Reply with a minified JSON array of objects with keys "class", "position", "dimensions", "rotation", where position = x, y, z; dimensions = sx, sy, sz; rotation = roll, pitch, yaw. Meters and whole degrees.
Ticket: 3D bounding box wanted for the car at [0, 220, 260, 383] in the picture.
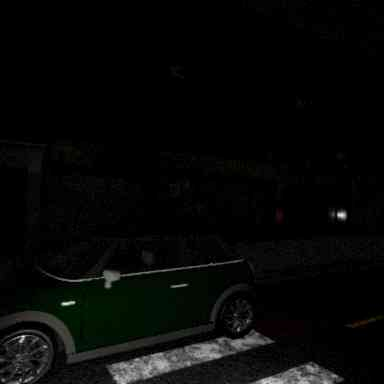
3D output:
[{"class":"car","position":[-1.151,1.325,5.187],"dimensions":[4.553,1.767,2.097],"rotation":[2,0,-31]}]
